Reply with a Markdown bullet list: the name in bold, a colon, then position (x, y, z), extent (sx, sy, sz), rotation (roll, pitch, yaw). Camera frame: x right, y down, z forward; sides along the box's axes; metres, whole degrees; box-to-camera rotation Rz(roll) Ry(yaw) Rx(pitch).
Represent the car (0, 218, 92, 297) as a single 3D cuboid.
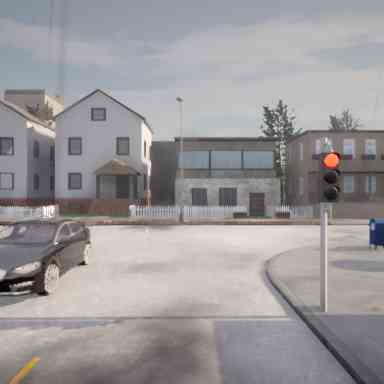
- **car**: position (-4.009, 1.489, 8.711), extent (2.128, 1.511, 4.902), rotation (0, 0, -2)
